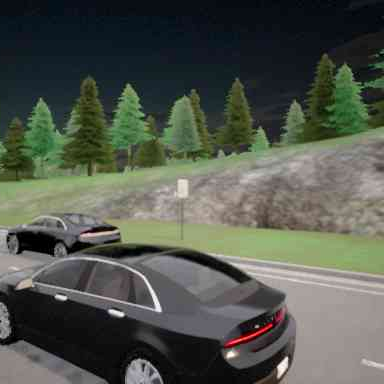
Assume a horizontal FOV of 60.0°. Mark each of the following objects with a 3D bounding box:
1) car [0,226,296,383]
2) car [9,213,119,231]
[{"bbox_3d":[-1.062,1.500,4.750,4.892,1.490,1.837,0,0,36],"label":"car"},{"bbox_3d":[-4.568,1.478,11.583,4.902,1.511,2.128,0,0,36],"label":"car"}]
